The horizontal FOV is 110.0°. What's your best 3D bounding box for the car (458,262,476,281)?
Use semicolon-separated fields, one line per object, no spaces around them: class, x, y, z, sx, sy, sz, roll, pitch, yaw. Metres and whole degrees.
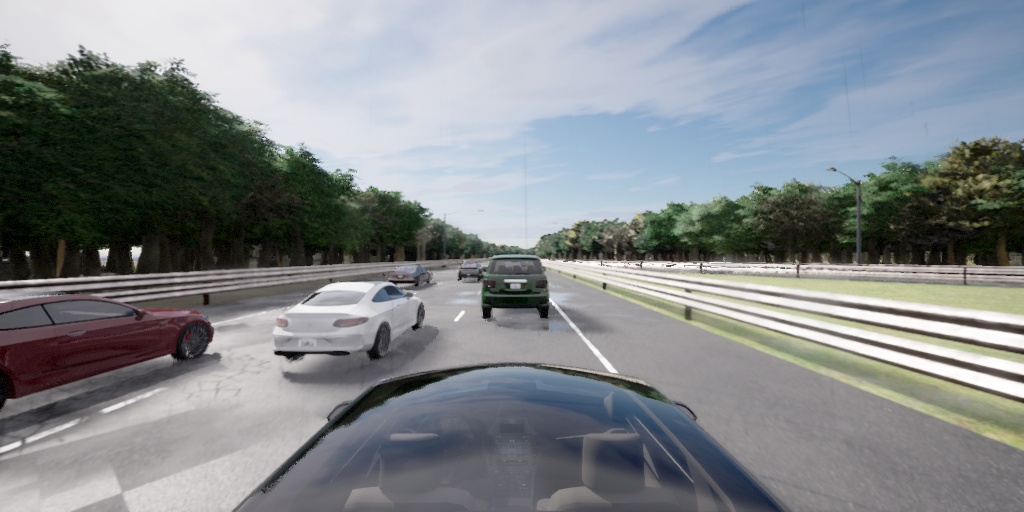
car;-3.388;1.277;30.487;2.128;1.511;4.902;0;0;0

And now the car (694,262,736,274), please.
car;26.826;1.555;47.454;2.033;1.411;5.357;0;0;-23

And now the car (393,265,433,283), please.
car;-6.892;1.323;24.632;2.033;1.411;5.357;0;0;0

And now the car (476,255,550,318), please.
car;0.105;0.981;13.182;2.150;2.045;5.566;0;0;0

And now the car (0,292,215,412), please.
car;-6.905;1.247;5.245;1.812;1.442;4.674;0;0;0

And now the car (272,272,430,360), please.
car;-3.398;1.282;8.266;1.812;1.442;4.674;0;0;0
